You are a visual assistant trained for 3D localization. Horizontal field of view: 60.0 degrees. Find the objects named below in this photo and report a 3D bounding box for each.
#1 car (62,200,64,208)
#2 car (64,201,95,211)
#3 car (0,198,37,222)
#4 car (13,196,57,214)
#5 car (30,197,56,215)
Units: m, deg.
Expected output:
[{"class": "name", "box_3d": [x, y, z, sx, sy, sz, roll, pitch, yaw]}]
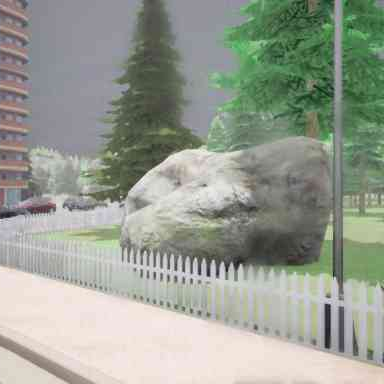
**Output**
[{"class": "car", "box_3d": [-16.509, 1.449, 45.916, 1.837, 1.490, 4.892, 0, 0, -8]}, {"class": "car", "box_3d": [-12.873, 1.508, 39.077, 1.994, 1.385, 4.181, 0, 0, 4]}, {"class": "car", "box_3d": [-13.591, 1.436, 22.564, 2.128, 1.511, 4.902, 0, 0, 27]}, {"class": "car", "box_3d": [-16.783, 1.296, 35.880, 2.097, 1.767, 4.553, 0, 0, 8]}, {"class": "car", "box_3d": [-14.519, 1.422, 30.237, 1.882, 1.535, 5.008, 0, 0, 15]}]
